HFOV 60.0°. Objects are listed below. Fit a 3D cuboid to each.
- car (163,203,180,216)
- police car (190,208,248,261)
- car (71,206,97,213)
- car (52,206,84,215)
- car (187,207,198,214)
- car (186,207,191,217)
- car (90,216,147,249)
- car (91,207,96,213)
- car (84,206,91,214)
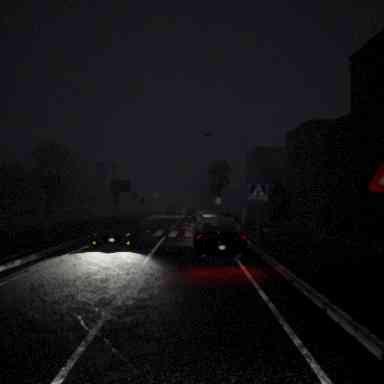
[{"bbox_3d":[-3.223,2.932,56.449,2.150,2.045,5.566,0,-2,1],"label":"car"},{"bbox_3d":[0.973,1.648,13.337,1.930,1.638,5.238,0,-1,0],"label":"police car"},{"bbox_3d":[-21.833,3.596,67.501,4.674,1.452,2.002,0,-2,0],"label":"car"},{"bbox_3d":[-21.864,3.247,57.809,4.674,1.452,2.002,0,-2,0],"label":"car"},{"bbox_3d":[0.106,3.526,63.958,2.033,1.411,5.357,0,-2,0],"label":"car"},{"bbox_3d":[0.072,3.021,49.304,1.994,1.385,4.181,0,-2,0],"label":"car"},{"bbox_3d":[-3.348,1.848,15.782,1.994,1.385,4.181,0,-2,0],"label":"car"},{"bbox_3d":[-21.852,3.443,64.356,5.008,1.535,2.097,0,-2,0],"label":"car"},{"bbox_3d":[-21.851,3.326,61.084,4.892,1.521,2.231,0,-2,0],"label":"car"}]
